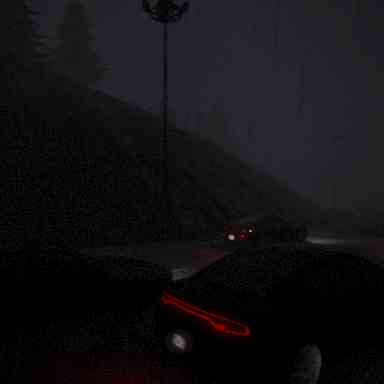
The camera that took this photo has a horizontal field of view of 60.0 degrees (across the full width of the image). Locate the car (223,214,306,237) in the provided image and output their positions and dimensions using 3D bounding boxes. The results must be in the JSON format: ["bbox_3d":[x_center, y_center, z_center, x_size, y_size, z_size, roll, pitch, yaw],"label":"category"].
[{"bbox_3d":[3.448,1.742,15.384,4.674,1.442,1.812,1,-1,-39],"label":"car"}]

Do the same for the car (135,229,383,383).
[{"bbox_3d":[1.842,1.554,5.239,5.008,1.535,1.882,1,-1,-37],"label":"car"}]

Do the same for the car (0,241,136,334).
[{"bbox_3d":[-2.912,1.622,5.999,5.357,1.411,2.033,1,-1,-36],"label":"car"}]
